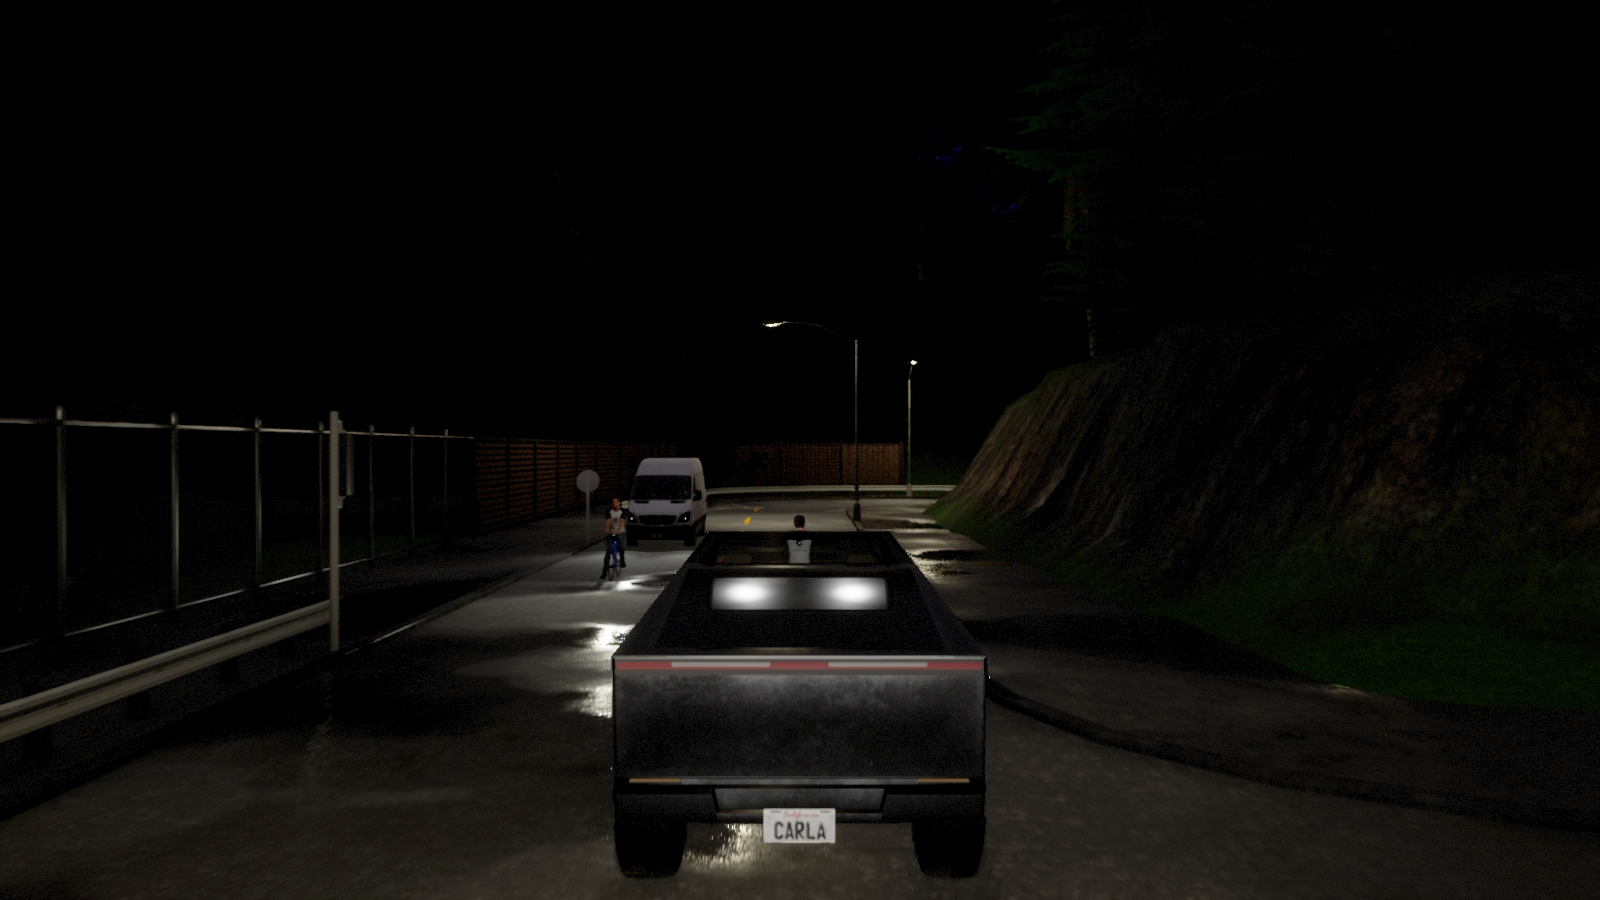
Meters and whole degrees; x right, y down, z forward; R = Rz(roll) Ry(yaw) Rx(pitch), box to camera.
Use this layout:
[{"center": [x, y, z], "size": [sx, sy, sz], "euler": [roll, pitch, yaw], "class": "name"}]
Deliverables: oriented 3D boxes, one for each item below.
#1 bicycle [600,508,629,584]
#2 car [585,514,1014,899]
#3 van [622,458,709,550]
[{"center": [-4.005, 2.058, 24.739], "size": [0.373, 1.496, 1.643], "euler": [0, 0, 0], "class": "bicycle"}, {"center": [-0.004, 1.754, 9.495], "size": [2.390, 2.098, 6.274], "euler": [0, 0, 0], "class": "car"}, {"center": [-4.027, 1.536, 35.041], "size": [1.988, 2.561, 5.915], "euler": [0, 0, 0], "class": "van"}]
